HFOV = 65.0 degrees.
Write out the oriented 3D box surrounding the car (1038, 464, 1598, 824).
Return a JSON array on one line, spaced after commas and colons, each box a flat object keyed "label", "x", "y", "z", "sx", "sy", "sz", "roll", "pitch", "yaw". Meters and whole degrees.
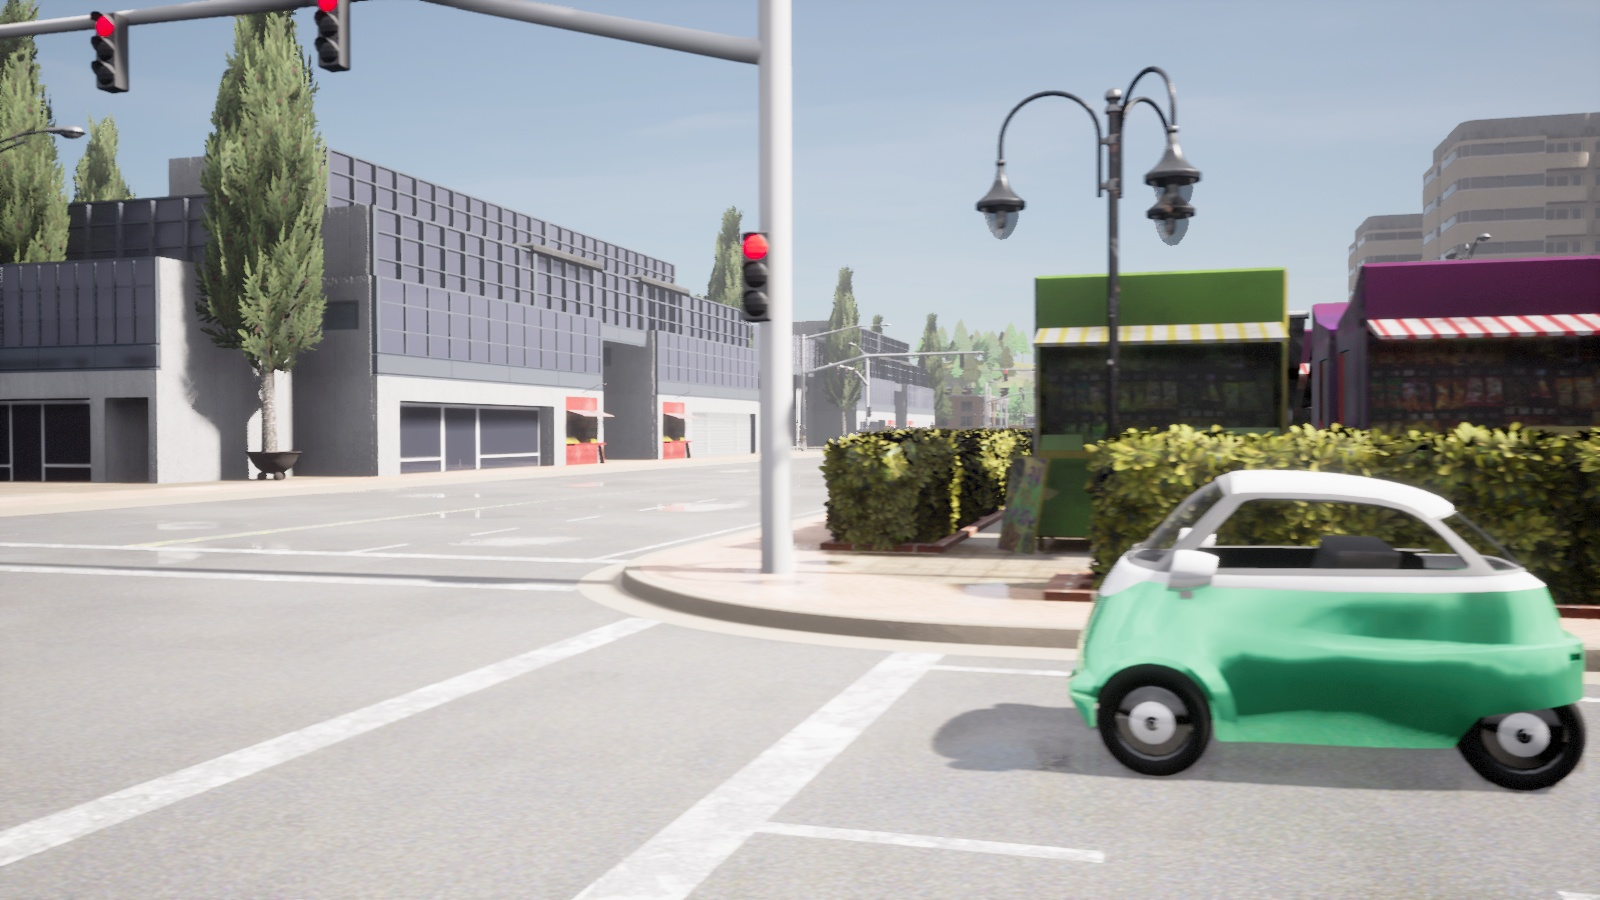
[{"label": "car", "x": 2.376, "y": 0.796, "z": 6.097, "sx": 2.207, "sy": 1.376, "sz": 1.481, "roll": 1, "pitch": 1, "yaw": 18}]
